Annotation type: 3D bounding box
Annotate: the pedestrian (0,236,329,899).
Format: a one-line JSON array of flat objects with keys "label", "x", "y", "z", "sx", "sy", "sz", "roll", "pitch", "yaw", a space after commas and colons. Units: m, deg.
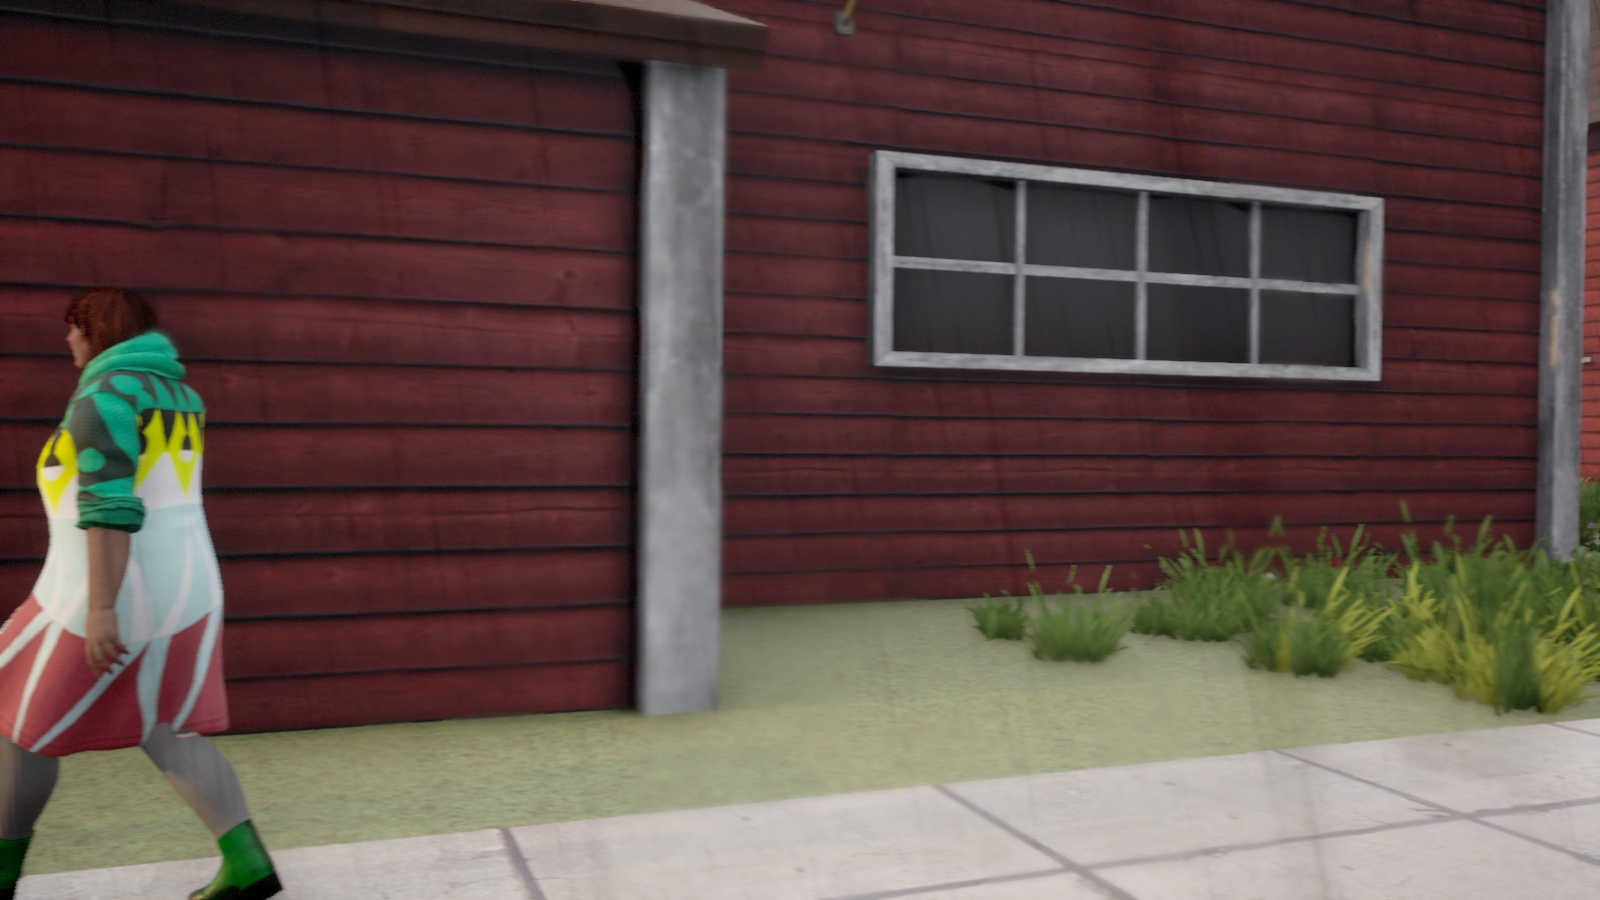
[{"label": "pedestrian", "x": -1.941, "y": 0.422, "z": 3.611, "sx": 0.873, "sy": 1.952, "sz": 0.659, "roll": -1, "pitch": 1, "yaw": 4}]
